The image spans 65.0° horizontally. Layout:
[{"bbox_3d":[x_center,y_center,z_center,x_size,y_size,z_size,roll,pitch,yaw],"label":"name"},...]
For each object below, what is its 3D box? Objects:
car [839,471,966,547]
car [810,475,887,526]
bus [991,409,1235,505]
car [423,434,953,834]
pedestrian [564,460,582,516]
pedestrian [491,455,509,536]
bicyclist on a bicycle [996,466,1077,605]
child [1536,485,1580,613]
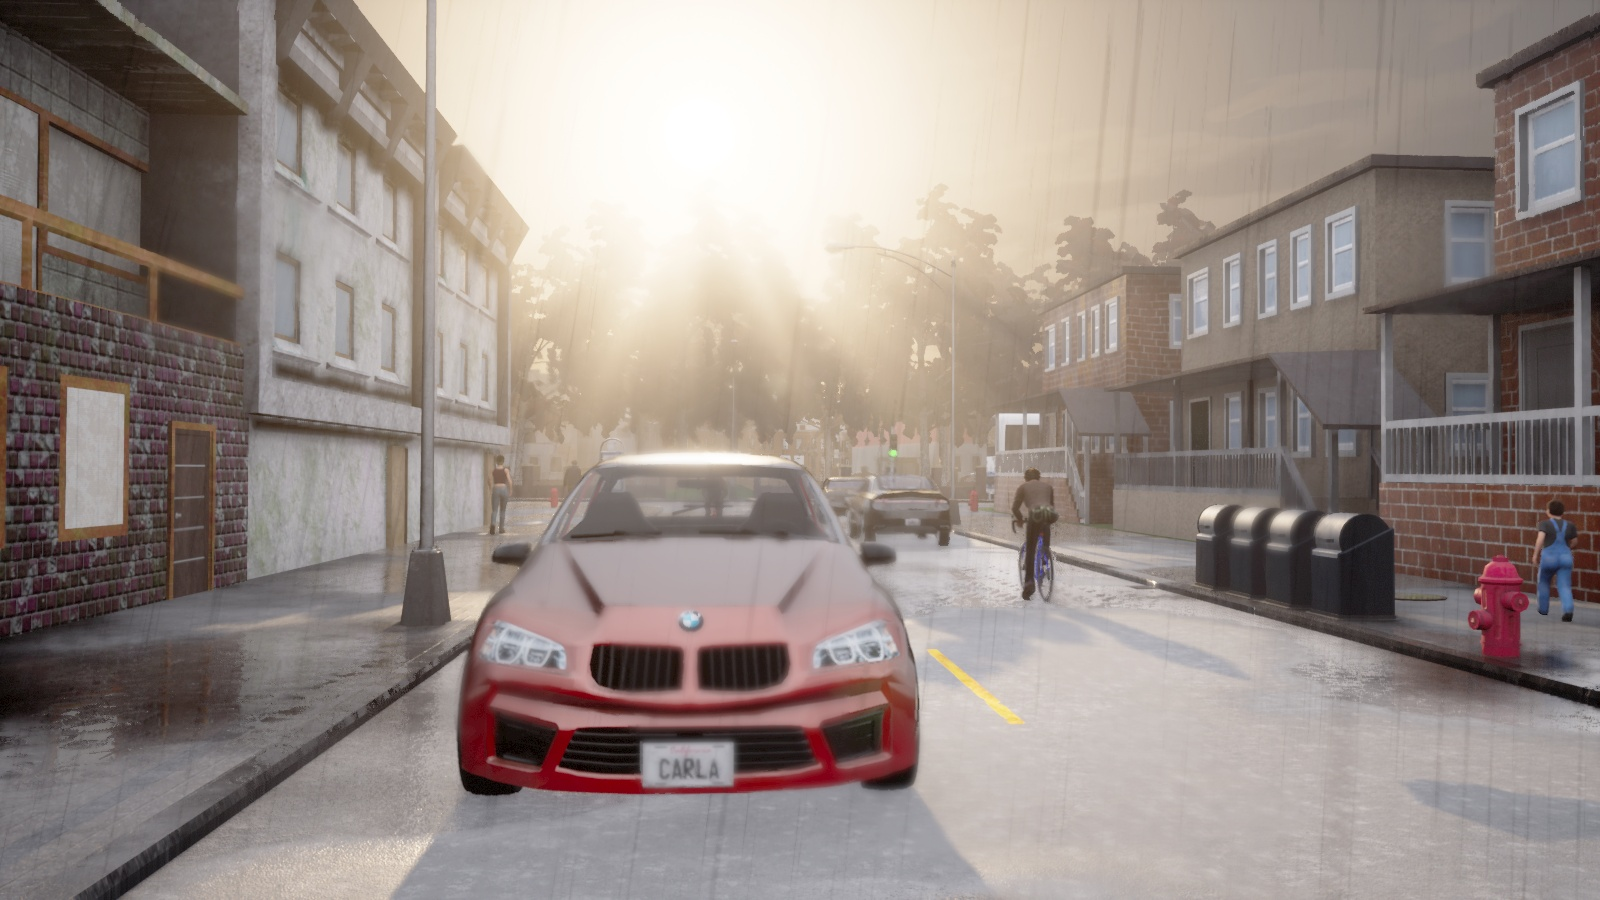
[{"bbox_3d":[2.138,1.228,27.754,2.128,1.511,4.902,0,-1,-3],"label":"car"},{"bbox_3d":[1.412,1.505,38.695,2.033,1.411,5.357,0,-1,-2],"label":"car"},{"bbox_3d":[14.243,0.352,57.968,10.273,4.253,3.944,0,-1,1],"label":"bus"},{"bbox_3d":[-0.613,0.785,7.638,2.242,1.667,4.611,0,0,-4],"label":"car"},{"bbox_3d":[-7.466,1.246,41.303,0.402,1.842,0.726,0,-1,8],"label":"pedestrian"},{"bbox_3d":[-6.871,1.034,28.798,0.345,1.836,0.594,0,-1,-7],"label":"pedestrian"},{"bbox_3d":[2.901,1.016,15.524,0.582,1.620,1.656,0,-1,-4],"label":"bicyclist on a bicycle"},{"bbox_3d":[7.649,0.986,12.683,0.270,1.263,0.437,-1,-1,18],"label":"child"}]
